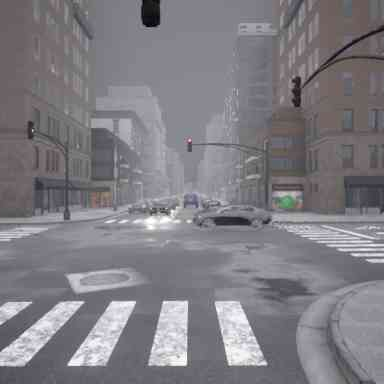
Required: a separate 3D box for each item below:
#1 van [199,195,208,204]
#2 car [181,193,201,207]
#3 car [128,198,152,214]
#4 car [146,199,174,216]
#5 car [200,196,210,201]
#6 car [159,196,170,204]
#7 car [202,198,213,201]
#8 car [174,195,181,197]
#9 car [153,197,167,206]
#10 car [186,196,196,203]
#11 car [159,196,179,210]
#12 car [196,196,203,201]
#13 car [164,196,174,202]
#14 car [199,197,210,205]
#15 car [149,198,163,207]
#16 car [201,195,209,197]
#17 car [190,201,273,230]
[{"bbox_3d":[2.421,1.452,69.182,1.690,1.788,3.998,0,0,0],"label":"van"},{"bbox_3d":[-0.154,1.288,51.281,2.150,2.045,5.566,0,0,0],"label":"car"},{"bbox_3d":[-5.665,1.480,36.132,1.967,1.590,4.097,0,0,0],"label":"car"},{"bbox_3d":[-3.133,1.636,33.495,1.895,1.301,4.718,0,0,0],"label":"car"},{"bbox_3d":[2.380,1.640,47.139,1.802,1.307,4.206,0,0,0],"label":"car"},{"bbox_3d":[-5.604,1.551,69.197,1.967,1.590,4.097,0,0,0],"label":"car"},{"bbox_3d":[2.360,1.605,36.117,1.947,1.339,4.313,0,0,0],"label":"car"},{"bbox_3d":[-3.084,1.635,53.432,1.994,1.385,4.181,0,0,0],"label":"car"},{"bbox_3d":[-5.624,1.633,58.175,2.008,1.369,4.403,0,0,0],"label":"car"},{"bbox_3d":[-0.200,1.677,73.680,1.994,1.385,4.181,0,0,0],"label":"car"},{"bbox_3d":[-3.110,1.616,43.473,1.994,1.385,4.181,0,0,1],"label":"car"},{"bbox_3d":[2.050,1.696,90.086,1.812,1.442,4.674,0,0,0],"label":"car"},{"bbox_3d":[-5.583,1.693,80.218,2.008,1.369,4.403,0,0,0],"label":"car"},{"bbox_3d":[2.411,1.646,63.671,2.008,1.369,4.403,0,0,0],"label":"car"},{"bbox_3d":[-5.634,1.652,52.664,1.802,1.307,4.206,0,0,0],"label":"car"},{"bbox_3d":[2.390,1.636,52.650,1.947,1.339,4.313,0,0,0],"label":"car"},{"bbox_3d":[2.487,1.506,20.592,4.902,1.511,2.128,0,0,0],"label":"car"}]
